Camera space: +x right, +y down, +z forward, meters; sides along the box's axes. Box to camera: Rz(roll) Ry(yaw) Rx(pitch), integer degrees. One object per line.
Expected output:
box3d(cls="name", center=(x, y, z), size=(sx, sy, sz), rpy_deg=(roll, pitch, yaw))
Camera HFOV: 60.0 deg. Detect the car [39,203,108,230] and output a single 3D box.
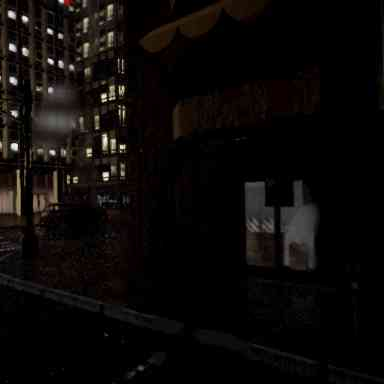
box3d(cls="car", center=(-8.349, 1.789, 23.831), size=(1.882, 1.535, 5.008), rpy_deg=(-2, -1, 36))
